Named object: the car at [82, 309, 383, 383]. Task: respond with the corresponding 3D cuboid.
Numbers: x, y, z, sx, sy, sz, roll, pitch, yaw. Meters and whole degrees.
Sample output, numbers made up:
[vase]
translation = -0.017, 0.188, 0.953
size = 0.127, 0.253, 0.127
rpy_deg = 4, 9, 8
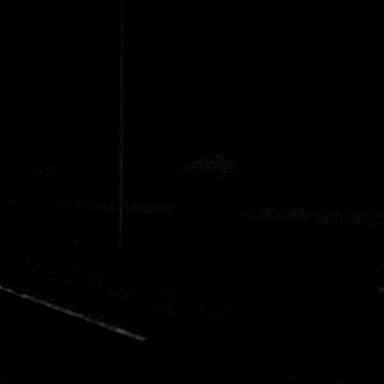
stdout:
[car]
translation = 1.056, 1.563, 2.210
size = 4.313, 1.339, 1.947
rpy_deg = 1, 0, 35
